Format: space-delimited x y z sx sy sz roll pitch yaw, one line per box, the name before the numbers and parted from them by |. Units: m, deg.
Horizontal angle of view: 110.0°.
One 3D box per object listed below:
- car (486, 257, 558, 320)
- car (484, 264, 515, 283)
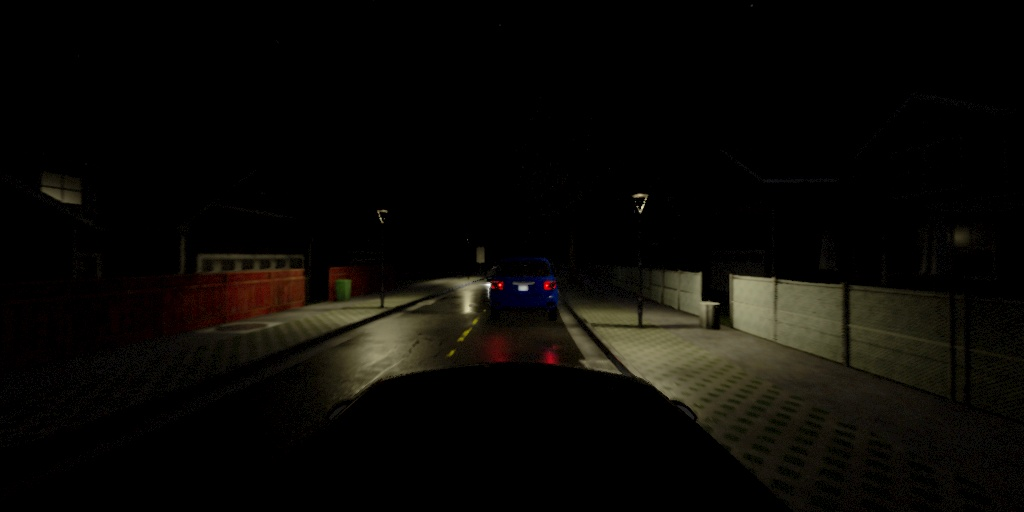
car | 0.473 1.052 13.193 2.150 2.045 5.566 0 0 3
car | -0.988 1.489 31.494 2.033 1.411 5.357 0 0 6
